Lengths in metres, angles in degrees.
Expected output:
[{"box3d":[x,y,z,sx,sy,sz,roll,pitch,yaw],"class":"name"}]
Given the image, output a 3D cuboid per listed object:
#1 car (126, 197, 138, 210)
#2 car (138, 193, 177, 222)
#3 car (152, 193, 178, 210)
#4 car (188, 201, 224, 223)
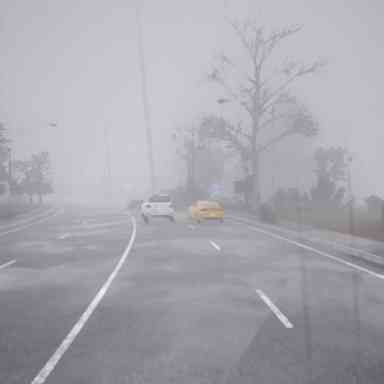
[{"box3d":[-7.329,1.439,42.584,1.837,1.490,4.892,0,0,-19],"class":"car"},{"box3d":[-2.812,1.171,26.252,2.150,2.045,5.566,0,0,-12],"class":"car"},{"box3d":[-3.536,1.121,42.370,2.150,2.045,5.566,-1,0,-18],"class":"car"},{"box3d":[0.948,1.404,25.195,1.882,1.535,5.008,0,0,-11],"class":"car"}]
